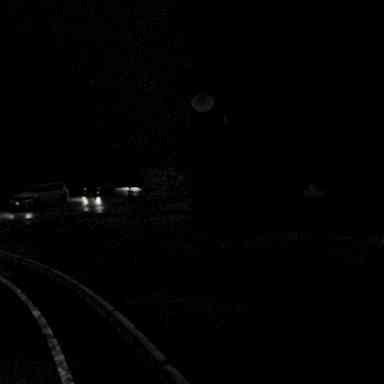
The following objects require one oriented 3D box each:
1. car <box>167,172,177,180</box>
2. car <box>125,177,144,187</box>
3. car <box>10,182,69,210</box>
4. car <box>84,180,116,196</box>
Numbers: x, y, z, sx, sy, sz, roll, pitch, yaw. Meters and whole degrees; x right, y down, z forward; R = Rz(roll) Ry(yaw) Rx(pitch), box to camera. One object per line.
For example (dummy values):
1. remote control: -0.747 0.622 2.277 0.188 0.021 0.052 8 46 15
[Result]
1. car: -3.986 -3.252 67.302 1.882 1.535 5.008 0 5 -1
2. car: -8.542 -1.470 49.761 1.994 1.385 4.181 0 6 8
3. car: -13.199 0.290 29.186 2.150 2.045 5.566 0 6 16
4. car: -10.663 -0.558 38.636 2.097 1.767 4.553 0 6 13
